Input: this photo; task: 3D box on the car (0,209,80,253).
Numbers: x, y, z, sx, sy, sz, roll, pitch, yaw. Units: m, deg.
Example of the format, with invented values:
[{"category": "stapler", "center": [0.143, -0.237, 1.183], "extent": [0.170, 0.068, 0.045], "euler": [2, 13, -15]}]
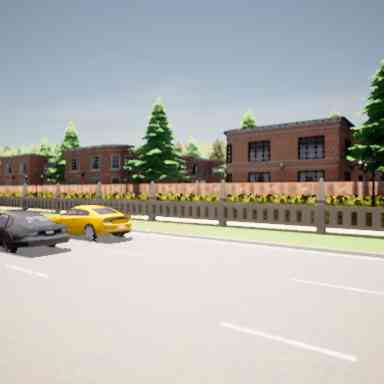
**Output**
[{"category": "car", "center": [-7.118, 1.481, 13.329], "extent": [5.357, 1.411, 2.033], "euler": [0, 0, 35]}]

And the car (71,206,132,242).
[{"category": "car", "center": [-5.125, 1.412, 16.208], "extent": [5.008, 1.535, 1.882], "euler": [0, 0, 35]}]
